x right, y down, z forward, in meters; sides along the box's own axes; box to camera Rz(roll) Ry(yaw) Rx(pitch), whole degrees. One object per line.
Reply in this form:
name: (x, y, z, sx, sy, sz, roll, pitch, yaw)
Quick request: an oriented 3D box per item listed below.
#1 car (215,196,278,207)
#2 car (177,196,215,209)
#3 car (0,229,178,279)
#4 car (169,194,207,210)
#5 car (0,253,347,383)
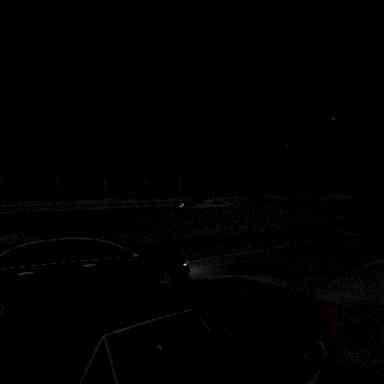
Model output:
car: (4.290, 1.111, 24.252, 4.553, 1.767, 2.097, -1, 1, -35)
car: (1.438, 1.298, 26.516, 4.674, 1.442, 1.812, -1, 1, -35)
car: (-2.309, 1.480, 6.398, 4.892, 1.490, 1.837, -1, 0, -36)
car: (0.189, 1.111, 29.925, 4.553, 1.767, 2.097, -1, 1, -35)
car: (-0.478, 1.580, 3.405, 4.718, 1.301, 1.895, -1, 1, -36)
